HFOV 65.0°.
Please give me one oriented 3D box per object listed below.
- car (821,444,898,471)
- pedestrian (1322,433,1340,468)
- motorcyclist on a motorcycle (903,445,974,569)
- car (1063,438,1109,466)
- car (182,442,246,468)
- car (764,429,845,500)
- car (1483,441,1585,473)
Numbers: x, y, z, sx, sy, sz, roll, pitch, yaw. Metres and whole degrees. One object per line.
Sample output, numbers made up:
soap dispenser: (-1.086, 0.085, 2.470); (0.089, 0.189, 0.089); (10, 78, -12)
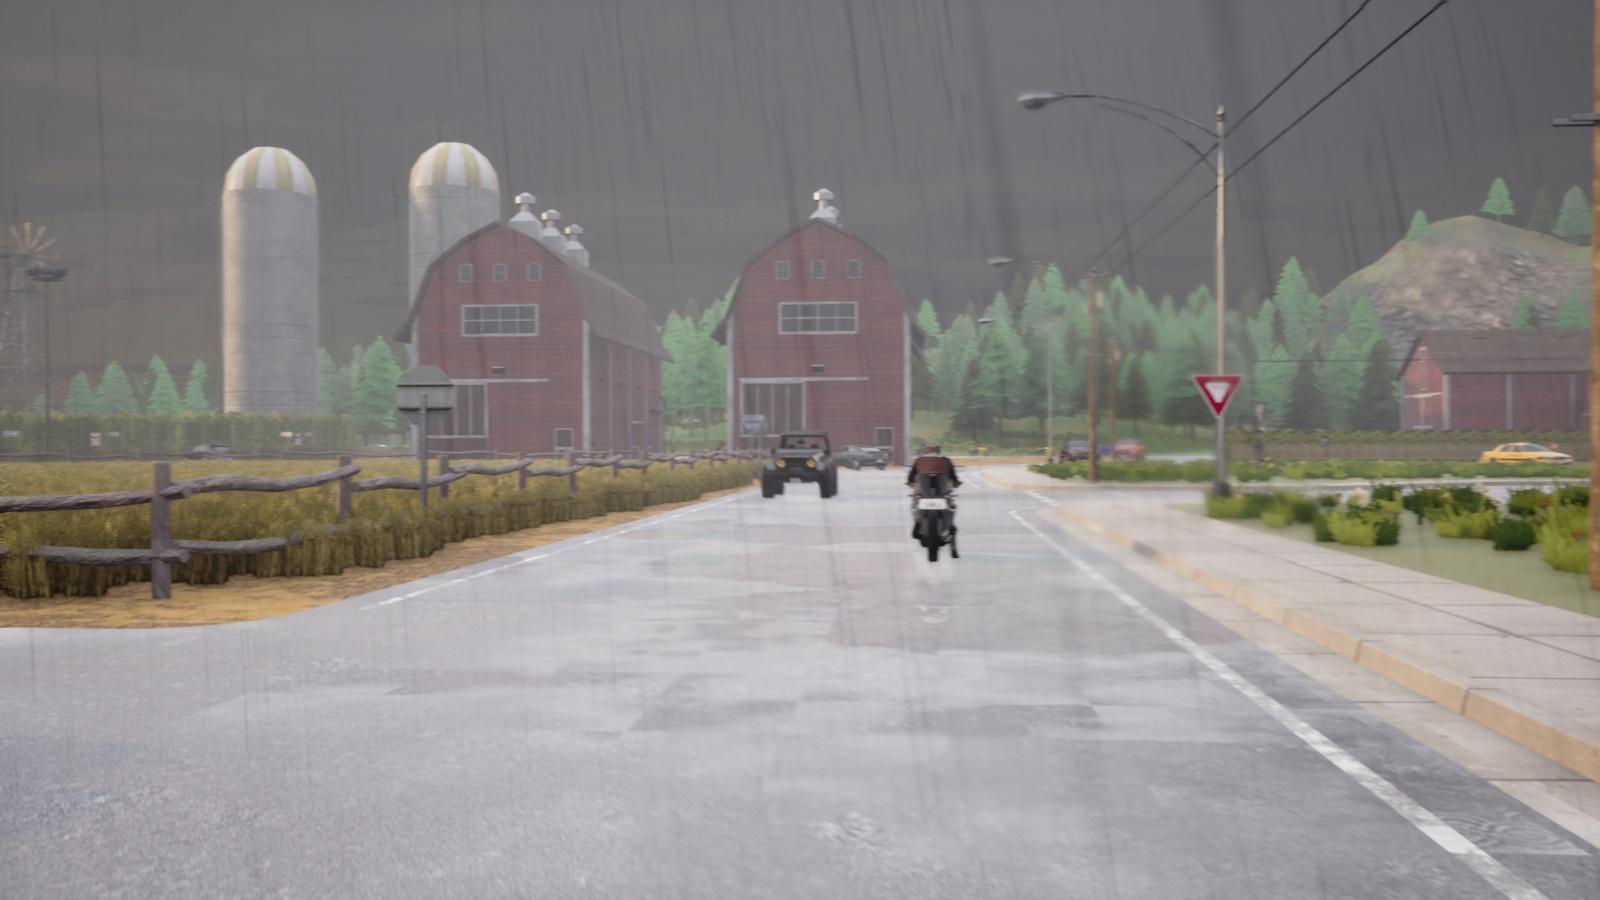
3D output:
car: (3.222, 0.407, 69.388); (1.812, 1.442, 4.674); (0, 0, -34)
pedestrian: (29.222, 0.020, 69.121); (0.788, 1.949, 0.423); (0, 0, 1)
motorcyclist on a motorcycle: (1.841, 0.695, 16.623); (0.866, 1.530, 2.191); (0, 0, 7)
car: (18.591, 0.083, 81.890); (2.097, 1.767, 4.553); (0, 0, 2)
car: (-38.064, 0.305, 81.496); (4.856, 1.649, 2.033); (0, 0, 43)
car: (0.176, 0.364, 35.186); (1.905, 1.878, 3.866); (0, 0, 6)
car: (37.831, 0.316, 64.912); (1.801, 1.575, 5.366); (0, 0, -5)
